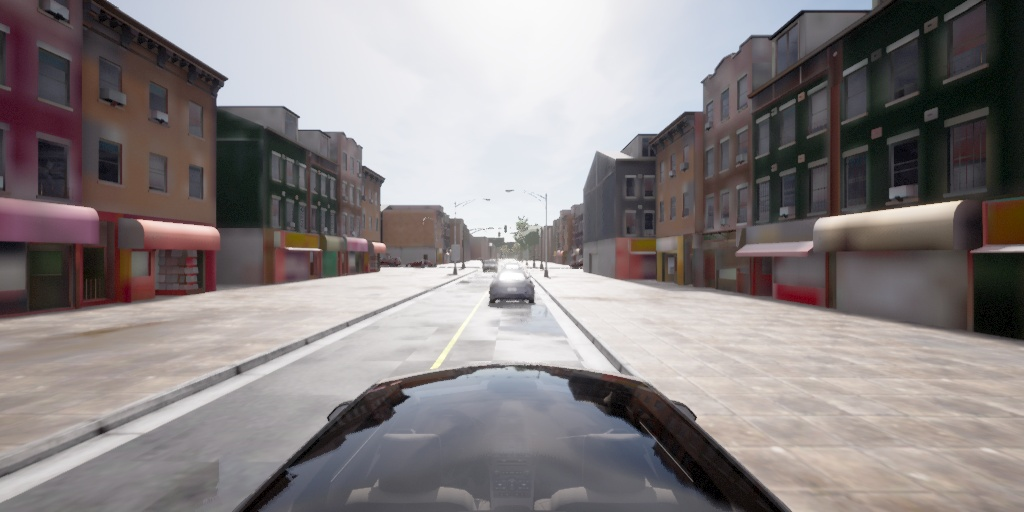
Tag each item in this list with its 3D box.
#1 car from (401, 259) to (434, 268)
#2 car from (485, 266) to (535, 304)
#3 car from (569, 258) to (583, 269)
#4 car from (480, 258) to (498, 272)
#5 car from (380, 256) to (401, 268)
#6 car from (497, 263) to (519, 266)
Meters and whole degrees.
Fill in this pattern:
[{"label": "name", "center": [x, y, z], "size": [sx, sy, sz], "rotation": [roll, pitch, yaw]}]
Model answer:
[{"label": "car", "center": [-14.701, 1.224, 57.049], "size": [4.507, 1.381, 1.888], "rotation": [0, 0, 0]}, {"label": "car", "center": [0.000, 1.322, 16.500], "size": [1.994, 1.385, 4.181], "rotation": [0, 0, 0]}, {"label": "car", "center": [11.707, 1.187, 57.094], "size": [5.009, 1.841, 2.192], "rotation": [0, 0, 0]}, {"label": "car", "center": [-2.750, 1.326, 46.500], "size": [1.837, 1.490, 4.892], "rotation": [0, 0, 0]}, {"label": "car", "center": [-20.135, 0.956, 57.039], "size": [5.009, 1.841, 2.192], "rotation": [0, 0, 0]}, {"label": "car", "center": [0.000, 1.328, 31.500], "size": [1.994, 1.385, 4.181], "rotation": [0, 0, 0]}]
